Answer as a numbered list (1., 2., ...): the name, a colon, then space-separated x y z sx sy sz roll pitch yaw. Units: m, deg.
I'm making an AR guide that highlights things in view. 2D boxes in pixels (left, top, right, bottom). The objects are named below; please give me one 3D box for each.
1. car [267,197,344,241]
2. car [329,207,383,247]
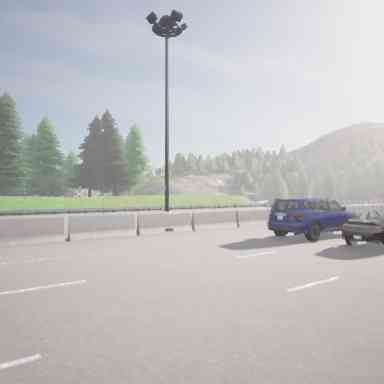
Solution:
1. car: 6.262 1.283 16.934 5.566 2.045 2.150 0 0 -35
2. car: 8.270 1.518 14.067 4.902 1.511 2.128 0 0 -35
